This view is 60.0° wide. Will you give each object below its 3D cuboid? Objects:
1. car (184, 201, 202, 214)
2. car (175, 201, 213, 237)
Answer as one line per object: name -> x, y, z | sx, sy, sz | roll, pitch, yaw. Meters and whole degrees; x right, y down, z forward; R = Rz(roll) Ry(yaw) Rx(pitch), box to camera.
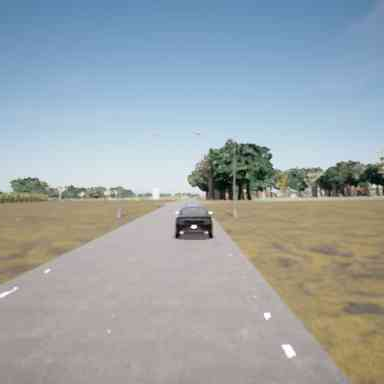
car -> 0.094, 1.670, 37.476 | 1.895, 1.301, 4.718 | 0, 0, 0
car -> 0.097, 1.499, 18.155 | 1.882, 1.535, 5.008 | 0, 0, 0
